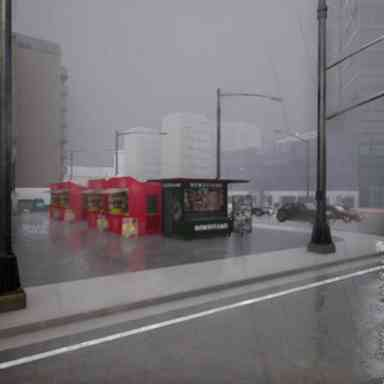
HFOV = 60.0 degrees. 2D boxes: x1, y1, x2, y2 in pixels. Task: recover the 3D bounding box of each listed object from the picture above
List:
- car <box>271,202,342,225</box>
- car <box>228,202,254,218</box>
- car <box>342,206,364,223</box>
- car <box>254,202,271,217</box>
[{"bbox_3d":[8.952,1.582,26.288,2.097,1.767,4.553,0,-1,-36],"label":"car"},{"bbox_3d":[3.696,1.862,33.529,1.812,1.442,4.674,0,-1,-36],"label":"car"},{"bbox_3d":[11.991,1.775,28.058,1.812,1.442,4.674,0,-1,-36],"label":"car"},{"bbox_3d":[6.557,1.847,35.568,2.128,1.511,4.902,0,-1,-36],"label":"car"}]
